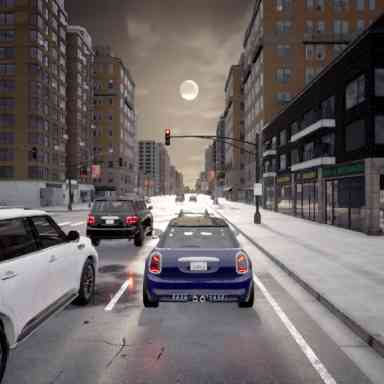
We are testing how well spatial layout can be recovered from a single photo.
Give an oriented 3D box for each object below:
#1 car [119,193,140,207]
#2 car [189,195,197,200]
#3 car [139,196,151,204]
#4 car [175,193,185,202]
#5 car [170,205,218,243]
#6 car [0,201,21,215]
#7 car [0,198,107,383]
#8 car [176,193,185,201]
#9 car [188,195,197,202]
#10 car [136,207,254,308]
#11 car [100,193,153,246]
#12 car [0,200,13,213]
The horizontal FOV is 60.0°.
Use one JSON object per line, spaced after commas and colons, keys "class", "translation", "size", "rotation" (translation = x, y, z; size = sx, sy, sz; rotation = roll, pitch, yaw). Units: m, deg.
{"class": "car", "translation": [-9.676, 1.245, 51.711], "size": [2.150, 2.045, 5.566], "rotation": [0, 0, 0]}
{"class": "car", "translation": [0.277, 1.496, 88.172], "size": [1.994, 1.385, 4.181], "rotation": [0, 0, 0]}
{"class": "car", "translation": [-9.548, 1.561, 67.582], "size": [1.812, 1.442, 4.674], "rotation": [0, 0, 0]}
{"class": "car", "translation": [-3.006, 1.583, 77.760], "size": [2.033, 1.411, 5.357], "rotation": [0, 0, 0]}
{"class": "car", "translation": [0.108, 1.494, 17.160], "size": [2.128, 1.511, 4.902], "rotation": [0, 0, 1]}
{"class": "car", "translation": [-19.828, 1.615, 33.041], "size": [4.718, 1.301, 1.895], "rotation": [0, 0, 2]}
{"class": "car", "translation": [-3.142, 1.222, 4.933], "size": [2.150, 2.045, 5.566], "rotation": [0, 0, 1]}
{"class": "car", "translation": [-2.973, 1.169, 88.212], "size": [2.150, 2.045, 5.566], "rotation": [0, 0, 0]}
{"class": "car", "translation": [0.246, 1.568, 78.164], "size": [1.812, 1.442, 4.674], "rotation": [0, 0, 0]}
{"class": "car", "translation": [0.122, 1.353, 8.092], "size": [2.097, 1.767, 4.553], "rotation": [0, 0, 0]}
{"class": "car", "translation": [-3.105, 1.224, 15.286], "size": [2.150, 2.045, 5.566], "rotation": [0, 0, 0]}
{"class": "car", "translation": [-22.038, 1.596, 35.999], "size": [4.313, 1.339, 1.947], "rotation": [0, 0, 0]}
